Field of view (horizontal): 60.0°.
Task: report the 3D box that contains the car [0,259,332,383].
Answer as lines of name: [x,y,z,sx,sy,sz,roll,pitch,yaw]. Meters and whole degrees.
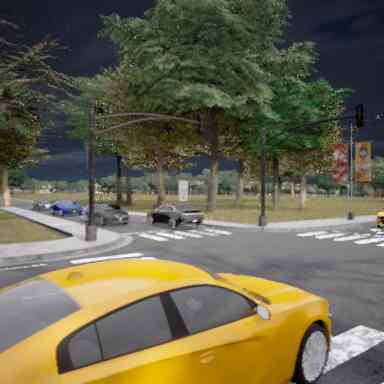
car: [-0.410,1.480,3.511,5.008,1.535,1.882,0,0,-40]

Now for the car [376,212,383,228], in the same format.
car: [13.849,1.520,21.538,5.008,1.535,1.882,0,0,-35]

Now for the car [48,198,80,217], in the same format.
car: [-11.877,1.455,31.557,1.882,1.535,5.008,0,0,-35]

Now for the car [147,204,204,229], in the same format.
car: [-1.207,1.495,21.581,2.128,1.511,4.902,0,0,-34]

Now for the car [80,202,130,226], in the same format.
car: [-5.984,1.495,23.274,1.837,1.490,4.892,0,0,-35]

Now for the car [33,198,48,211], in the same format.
car: [-17.774,1.460,39.853,2.128,1.511,4.902,0,0,-35]
